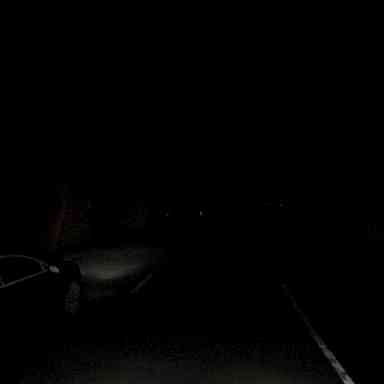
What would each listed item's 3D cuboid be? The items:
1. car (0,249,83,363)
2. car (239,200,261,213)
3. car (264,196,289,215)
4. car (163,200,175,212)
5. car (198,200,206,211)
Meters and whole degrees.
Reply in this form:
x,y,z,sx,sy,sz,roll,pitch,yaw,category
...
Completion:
x,y,z,sx,sy,sz,roll,pitch,yaw,category
-3.096,1.509,4.505,2.128,1.511,4.902,0,0,3,car
7.260,1.792,41.280,1.882,1.535,5.008,0,-1,23,car
9.806,1.530,38.322,2.150,2.045,5.566,0,0,23,car
-3.076,1.765,44.336,1.882,1.535,5.008,0,0,23,car
1.445,1.811,46.021,2.128,1.511,4.902,0,0,23,car
